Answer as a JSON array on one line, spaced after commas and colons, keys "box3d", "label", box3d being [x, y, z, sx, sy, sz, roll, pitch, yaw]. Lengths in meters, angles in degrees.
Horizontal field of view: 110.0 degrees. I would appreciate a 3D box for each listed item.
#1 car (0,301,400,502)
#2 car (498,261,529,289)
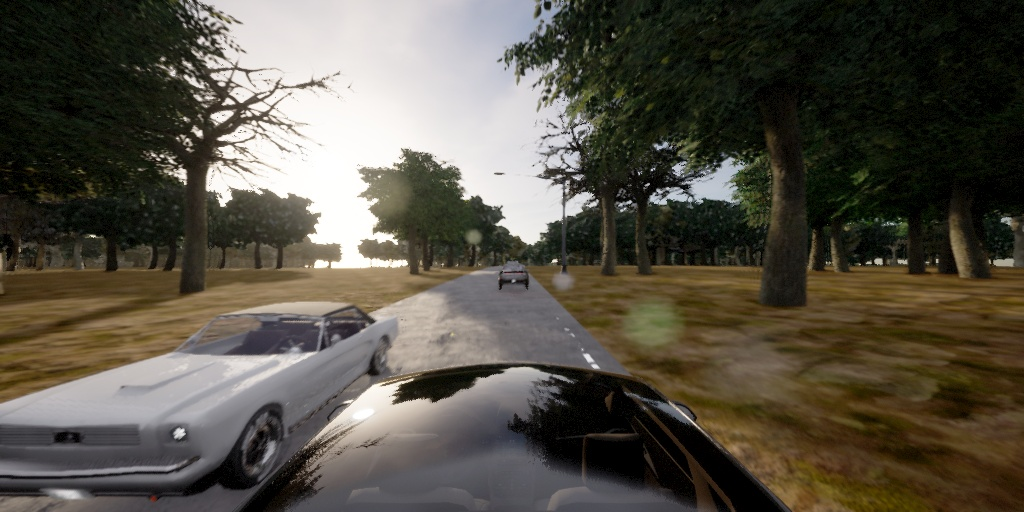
[{"box3d": [-3.099, 1.354, 4.706, 1.895, 1.301, 4.718, 0, 0, 0], "label": "car"}, {"box3d": [0.106, 1.259, 23.510, 2.128, 1.511, 4.902, 0, 0, 0], "label": "car"}]
